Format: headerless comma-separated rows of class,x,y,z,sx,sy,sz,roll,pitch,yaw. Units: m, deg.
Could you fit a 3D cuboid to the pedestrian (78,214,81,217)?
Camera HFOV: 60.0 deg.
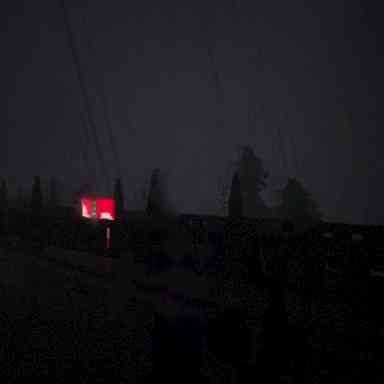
pedestrian,-4.199,1.146,13.285,0.375,1.860,0.375,0,0,44

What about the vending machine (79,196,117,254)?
vending machine,-3.626,1.201,12.813,0.880,2.100,1.100,0,0,44
